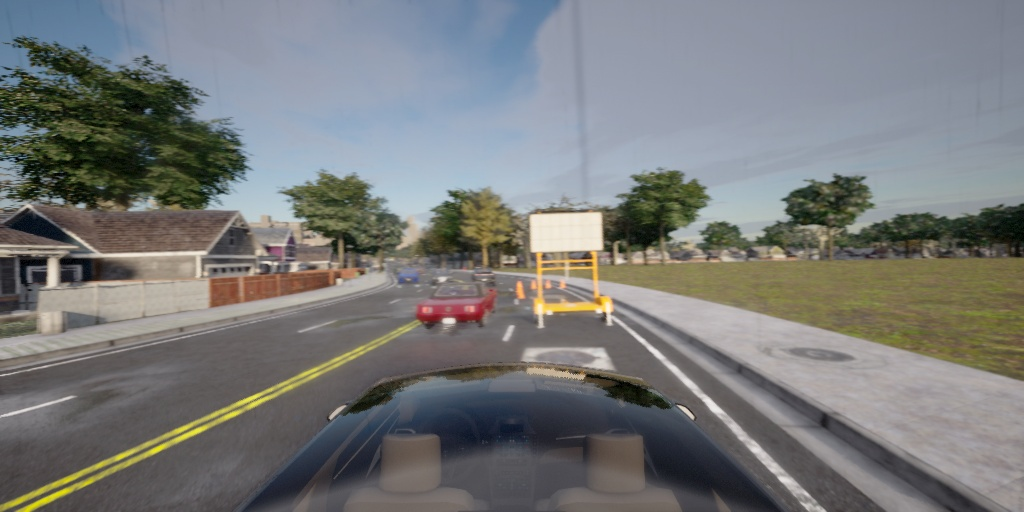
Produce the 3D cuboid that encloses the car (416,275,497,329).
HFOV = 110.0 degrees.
[{"bbox_3d":[-1.609,1.537,12.158,1.895,1.301,4.718,-2,-1,4],"label":"car"}]

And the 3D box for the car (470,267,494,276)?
[{"bbox_3d":[-2.485,1.707,30.244,2.128,1.511,4.902,-2,-1,-8],"label":"car"}]

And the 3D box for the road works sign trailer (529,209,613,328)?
[{"bbox_3d":[1.855,0.286,11.855,2.380,3.560,2.880,0,0,0],"label":"road works sign trailer"}]

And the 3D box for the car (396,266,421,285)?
[{"bbox_3d":[-10.610,2.077,36.954,1.882,1.535,5.008,-2,-1,-15],"label":"car"}]

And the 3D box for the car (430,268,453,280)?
[{"bbox_3d":[-6.420,1.883,32.930,2.128,1.511,4.902,-2,-1,-12],"label":"car"}]

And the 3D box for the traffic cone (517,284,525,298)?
[{"bbox_3d":[0.496,1.913,18.853,0.340,0.580,0.340,0,0,0],"label":"traffic cone"}]
